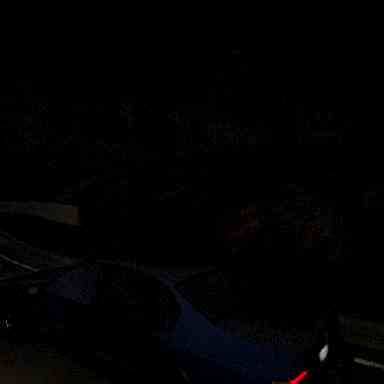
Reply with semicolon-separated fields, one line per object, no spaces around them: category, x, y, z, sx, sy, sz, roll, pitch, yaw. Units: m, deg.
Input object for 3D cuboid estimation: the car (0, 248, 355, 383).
car;-0.769;1.540;4.622;5.357;1.411;2.033;0;0;37
